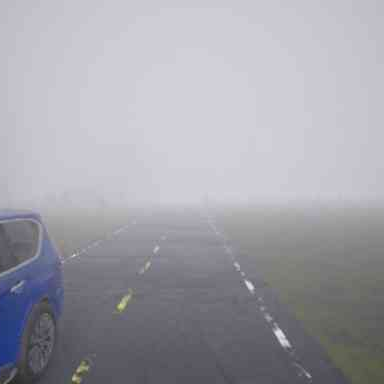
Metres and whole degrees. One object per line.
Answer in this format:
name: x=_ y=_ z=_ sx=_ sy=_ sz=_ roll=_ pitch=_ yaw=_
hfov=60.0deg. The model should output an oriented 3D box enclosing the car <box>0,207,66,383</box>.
car: x=-2.839 y=1.216 z=2.442 sx=2.150 sy=2.045 sz=5.566 roll=0 pitch=0 yaw=0
